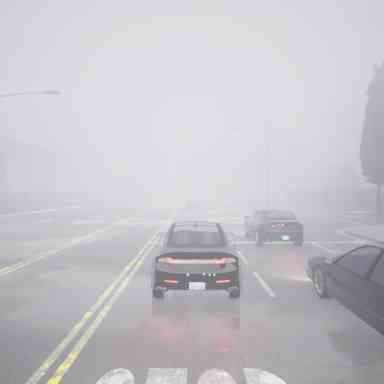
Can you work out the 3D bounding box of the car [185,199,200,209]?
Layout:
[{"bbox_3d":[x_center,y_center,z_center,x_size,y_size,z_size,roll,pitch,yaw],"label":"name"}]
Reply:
[{"bbox_3d":[0.038,1.593,43.931,1.895,1.301,4.718,0,0,0],"label":"car"}]

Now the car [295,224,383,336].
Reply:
[{"bbox_3d":[3.593,1.546,5.410,2.033,1.411,5.357,0,0,0],"label":"car"}]

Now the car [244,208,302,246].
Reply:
[{"bbox_3d":[3.579,1.502,15.157,1.837,1.490,4.892,0,0,0],"label":"car"}]

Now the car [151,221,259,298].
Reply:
[{"bbox_3d":[0.089,1.490,8.459,2.128,1.511,4.902,0,0,0],"label":"car"}]
